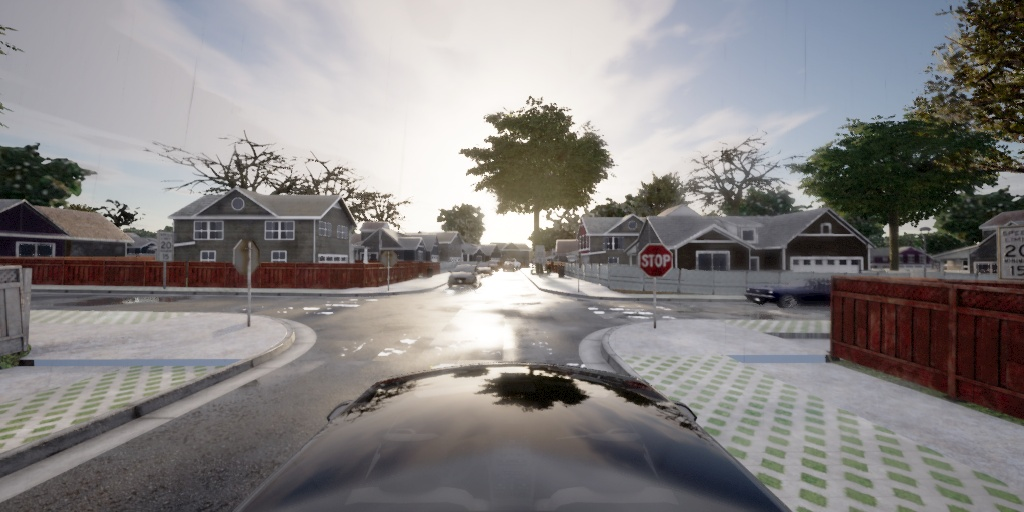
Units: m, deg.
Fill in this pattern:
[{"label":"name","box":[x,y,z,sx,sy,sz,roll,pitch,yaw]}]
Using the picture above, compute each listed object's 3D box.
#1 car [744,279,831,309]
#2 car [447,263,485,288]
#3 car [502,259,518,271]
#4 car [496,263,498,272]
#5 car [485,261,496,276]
[{"label":"car","box":[13.194,1.670,16.071,4.718,1.301,1.895,1,-1,-1]},{"label":"car","box":[-3.161,1.354,24.615,1.837,1.490,4.892,0,0,1]},{"label":"car","box":[-0.536,1.689,58.168,2.128,1.511,4.902,0,-1,0]},{"label":"car","box":[-3.270,1.533,56.655,2.097,1.767,4.553,0,-1,1]},{"label":"car","box":[-3.233,1.571,41.772,2.033,1.411,5.357,0,-1,0]}]
